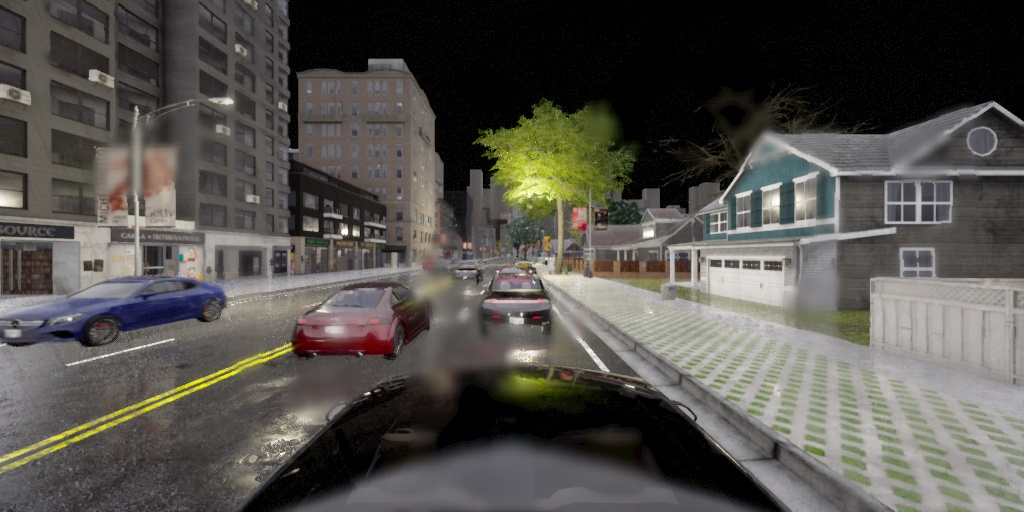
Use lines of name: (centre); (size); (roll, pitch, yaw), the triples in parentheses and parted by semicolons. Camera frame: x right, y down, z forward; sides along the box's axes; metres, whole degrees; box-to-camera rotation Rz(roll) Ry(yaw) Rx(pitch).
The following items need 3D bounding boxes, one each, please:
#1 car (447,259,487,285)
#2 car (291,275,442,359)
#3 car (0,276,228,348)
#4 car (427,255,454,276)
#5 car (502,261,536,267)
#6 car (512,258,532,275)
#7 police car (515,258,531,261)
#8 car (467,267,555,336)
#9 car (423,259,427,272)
car: (-3.125, 1.225, 26.360); (2.128, 1.511, 4.902); (0, 0, 0)
car: (-3.144, 1.311, 8.421); (1.994, 1.385, 4.181); (0, 0, 0)
car: (-9.841, 1.273, 9.405); (1.812, 1.442, 4.674); (0, 0, 0)
car: (-6.567, 1.072, 35.226); (2.097, 1.767, 4.553); (0, 0, 0)
car: (0.118, 1.217, 19.942); (1.882, 1.535, 5.008); (0, 0, 0)
car: (1.011, 1.065, 39.532); (2.097, 1.767, 4.553); (0, 0, 0)
police car: (1.002, 1.153, 29.672); (1.930, 1.638, 5.238); (0, 0, 0)
car: (0.111, 1.238, 10.439); (2.128, 1.511, 4.902); (0, 0, 0)
car: (-9.808, 0.926, 46.254); (2.150, 2.045, 5.566); (0, 0, 0)
